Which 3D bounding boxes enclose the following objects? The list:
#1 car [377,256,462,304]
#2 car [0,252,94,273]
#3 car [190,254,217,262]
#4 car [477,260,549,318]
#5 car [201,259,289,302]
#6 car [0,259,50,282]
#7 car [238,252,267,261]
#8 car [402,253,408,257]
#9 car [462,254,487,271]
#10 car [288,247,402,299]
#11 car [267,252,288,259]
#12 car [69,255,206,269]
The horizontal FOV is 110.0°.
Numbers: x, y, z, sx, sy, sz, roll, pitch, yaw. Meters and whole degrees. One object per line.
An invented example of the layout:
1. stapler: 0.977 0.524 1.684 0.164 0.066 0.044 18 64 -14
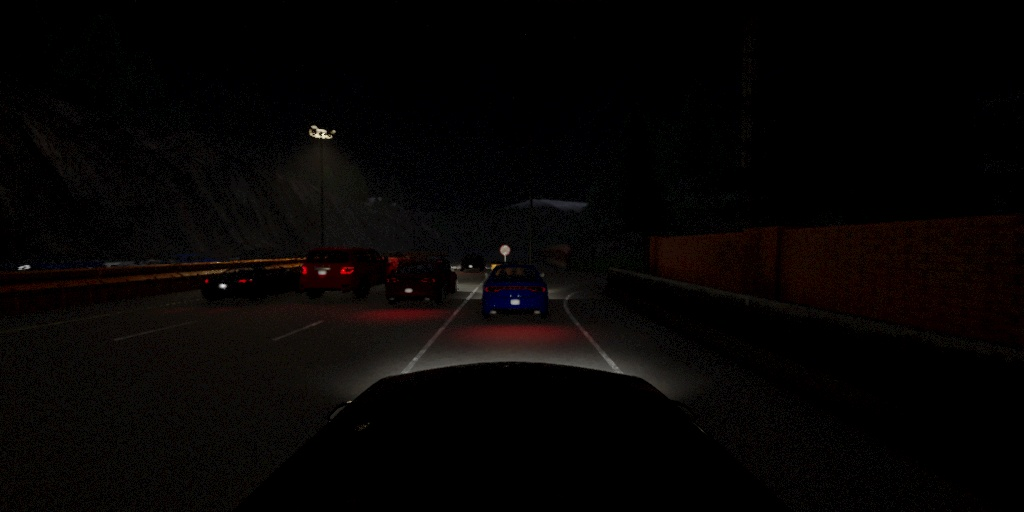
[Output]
1. car: -3.408 0.931 14.302 1.882 1.535 5.008 0 1 0
2. car: -28.111 0.628 21.953 2.097 1.767 4.553 0 1 0
3. car: -24.612 0.640 26.701 1.882 1.535 5.008 0 1 0
4. car: 0.091 0.990 11.813 1.882 1.535 5.008 0 1 0
5. car: -10.408 1.003 14.911 1.994 1.385 4.181 0 1 0
6. car: -31.606 0.888 21.404 1.895 1.301 4.718 0 1 0
7. car: -31.633 0.247 44.576 1.837 1.490 4.892 0 1 0
8. car: -10.416 0.395 31.774 2.097 1.767 4.553 0 1 0
9. car: -3.415 0.539 32.165 1.837 1.490 4.892 0 1 0
10. car: -6.905 0.641 15.736 2.150 2.045 5.566 0 1 0
11. car: -28.142 0.227 45.314 1.837 1.490 4.892 0 2 -1
12. car: -21.132 0.850 20.711 2.033 1.411 5.357 0 1 0
